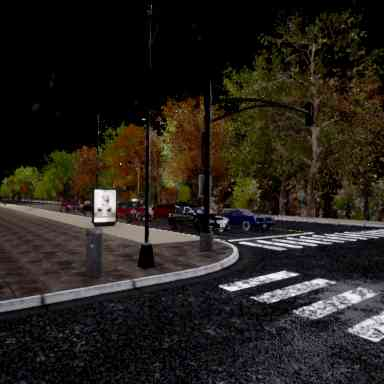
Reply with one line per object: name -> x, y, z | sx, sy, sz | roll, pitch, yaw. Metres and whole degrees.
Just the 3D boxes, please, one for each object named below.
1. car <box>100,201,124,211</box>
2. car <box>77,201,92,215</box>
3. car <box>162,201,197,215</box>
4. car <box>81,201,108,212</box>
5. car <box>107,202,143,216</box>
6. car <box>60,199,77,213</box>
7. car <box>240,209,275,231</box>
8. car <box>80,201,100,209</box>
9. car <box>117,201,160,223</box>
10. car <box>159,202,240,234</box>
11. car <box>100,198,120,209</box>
car -> -11.972, 2.024, 49.526 | 1.812, 1.442, 4.674 | 1, -1, -34
car -> -10.125, 1.770, 35.218 | 2.128, 1.511, 4.902 | 1, -1, -35
car -> -1.575, 1.907, 40.333 | 1.837, 1.490, 4.892 | 1, -2, -35
car -> -13.555, 1.980, 45.955 | 2.033, 1.411, 5.357 | 1, -1, -34
car -> -7.560, 1.871, 37.215 | 2.033, 1.411, 5.357 | 1, -1, -34
car -> -15.726, 1.732, 43.375 | 2.097, 1.767, 4.553 | 1, -1, -34
car -> 3.116, 1.732, 21.764 | 1.895, 1.301, 4.718 | 1, -1, -35
car -> -17.843, 2.204, 57.967 | 1.895, 1.301, 4.718 | 1, -1, -35
car -> -4.923, 1.537, 27.686 | 2.097, 1.767, 4.553 | 1, -1, -35
car -> 0.293, 1.582, 20.113 | 2.128, 1.511, 4.902 | 1, -1, -34
car -> -14.641, 1.990, 59.187 | 2.097, 1.767, 4.553 | 1, -1, -34
